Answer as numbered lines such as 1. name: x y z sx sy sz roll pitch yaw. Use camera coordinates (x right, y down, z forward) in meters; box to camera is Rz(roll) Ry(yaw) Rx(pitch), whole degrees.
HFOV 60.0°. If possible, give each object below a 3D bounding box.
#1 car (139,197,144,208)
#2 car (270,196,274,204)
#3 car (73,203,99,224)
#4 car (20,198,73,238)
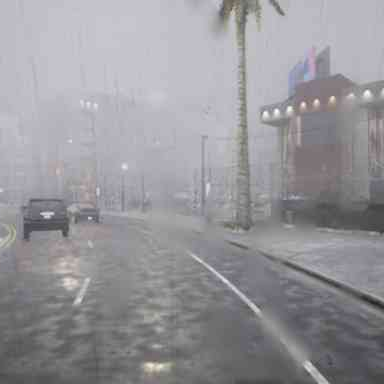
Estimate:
1. car: -8.266 1.546 53.310 2.185 1.767 4.553 0 0 -45
2. car: 11.625 1.679 49.384 2.002 1.452 4.674 0 0 -45
3. car: -8.815 1.652 26.230 1.837 1.490 4.892 0 0 -34
4. car: -8.283 1.328 18.730 2.150 2.045 5.566 0 0 -26
